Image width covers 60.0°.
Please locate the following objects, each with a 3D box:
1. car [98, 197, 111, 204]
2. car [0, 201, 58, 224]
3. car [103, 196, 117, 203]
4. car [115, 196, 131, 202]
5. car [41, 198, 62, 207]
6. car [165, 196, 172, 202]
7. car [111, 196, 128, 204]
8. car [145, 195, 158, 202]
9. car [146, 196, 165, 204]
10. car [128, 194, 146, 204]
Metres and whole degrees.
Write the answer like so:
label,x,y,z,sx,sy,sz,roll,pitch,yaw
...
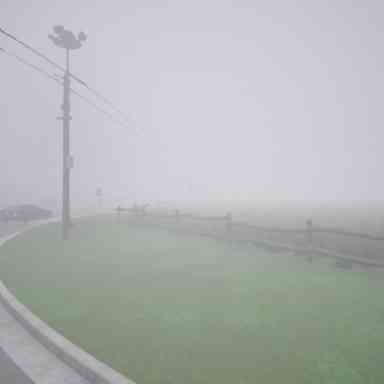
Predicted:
label,x,y,z,sx,sy,sz,roll,pitch,yaw
car,-17.836,1.714,68.885,1.882,1.535,5.008,0,0,8
car,-13.006,1.655,26.153,2.033,1.411,5.357,0,0,3
car,-19.749,1.820,80.376,1.812,1.442,4.674,0,0,8
car,-16.380,1.658,79.203,2.033,1.411,5.357,0,0,8
car,-23.220,1.723,55.074,1.837,1.490,4.892,0,0,8
car,-5.983,1.636,77.736,2.033,1.411,5.357,0,0,8
car,-14.370,1.729,68.396,1.837,1.490,4.892,0,0,8
car,-9.449,1.581,78.225,1.882,1.535,5.008,0,0,8
car,-7.380,1.797,67.830,1.994,1.385,4.181,0,0,8
car,-10.904,1.715,67.907,1.882,1.535,5.008,0,0,8
